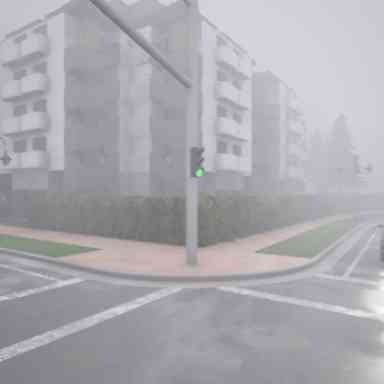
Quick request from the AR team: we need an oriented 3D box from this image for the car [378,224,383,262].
[{"bbox_3d":[7.647,1.491,11.392,2.128,1.511,4.902,0,0,35],"label":"car"}]
